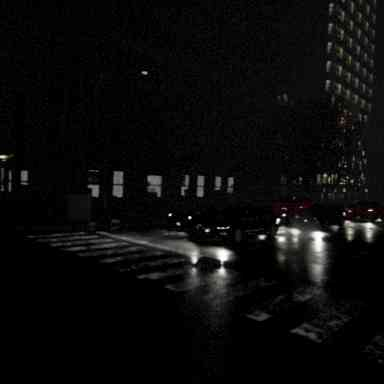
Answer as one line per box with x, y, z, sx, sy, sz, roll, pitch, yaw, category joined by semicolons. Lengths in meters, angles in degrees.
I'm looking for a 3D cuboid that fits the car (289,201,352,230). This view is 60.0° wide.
8.675;1.577;22.252;1.837;1.490;4.892;4;1;43;car

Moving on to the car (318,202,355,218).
14.492;1.766;33.178;1.895;1.301;4.718;3;1;43;car

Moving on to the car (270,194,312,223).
7.525;1.184;25.752;2.150;2.045;5.566;4;1;43;car

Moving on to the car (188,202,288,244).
2.289;1.391;15.457;1.837;1.490;4.892;4;1;43;car

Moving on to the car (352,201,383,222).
15.506;1.623;29.503;2.097;1.767;4.553;4;1;43;car

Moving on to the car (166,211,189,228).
0.823;1.369;18.642;1.895;1.301;4.718;4;1;43;car
